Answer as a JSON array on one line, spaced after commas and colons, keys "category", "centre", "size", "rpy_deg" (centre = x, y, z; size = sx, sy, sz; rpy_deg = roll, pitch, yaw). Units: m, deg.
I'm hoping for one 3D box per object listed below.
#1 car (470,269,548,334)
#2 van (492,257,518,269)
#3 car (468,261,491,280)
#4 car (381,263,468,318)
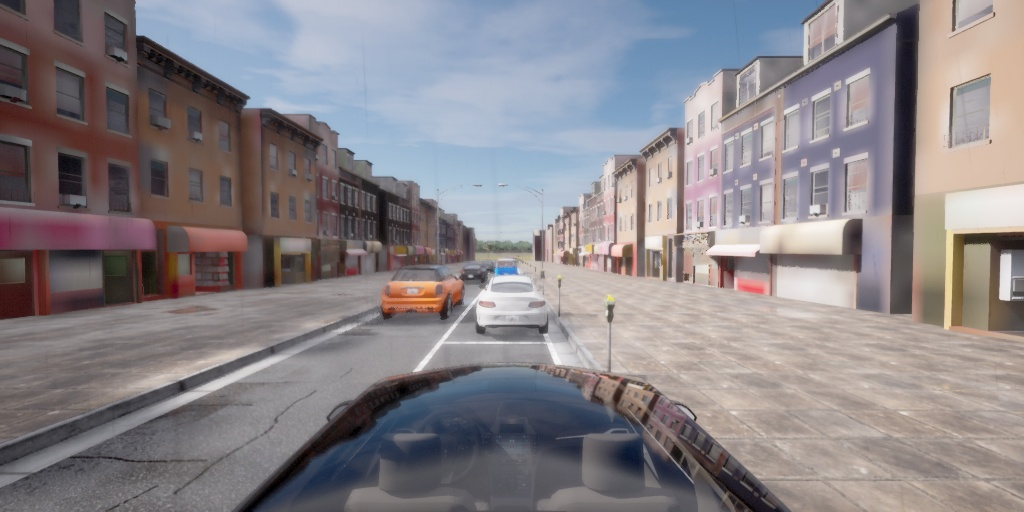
[{"category": "car", "centre": [0.003, 1.272, 10.502], "size": [1.812, 1.442, 4.674], "rpy_deg": [0, 0, 0]}, {"category": "van", "centre": [-0.383, 1.081, 27.392], "size": [1.690, 1.789, 3.998], "rpy_deg": [0, 0, 0]}, {"category": "car", "centre": [-2.937, 1.265, 27.900], "size": [1.812, 1.442, 4.674], "rpy_deg": [0, 0, 0]}, {"category": "car", "centre": [-3.020, 1.099, 13.017], "size": [2.097, 1.767, 4.553], "rpy_deg": [0, 0, 0]}]
